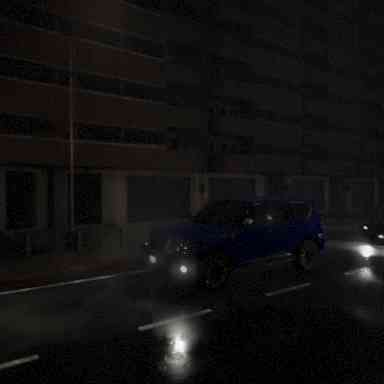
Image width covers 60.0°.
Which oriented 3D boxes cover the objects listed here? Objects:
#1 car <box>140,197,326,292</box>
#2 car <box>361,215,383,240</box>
[{"bbox_3d":[1.370,1.175,9.207,5.566,2.045,2.150,0,0,-35],"label":"car"},{"bbox_3d":[9.957,1.428,15.197,5.357,1.411,2.033,0,0,-35],"label":"car"}]
